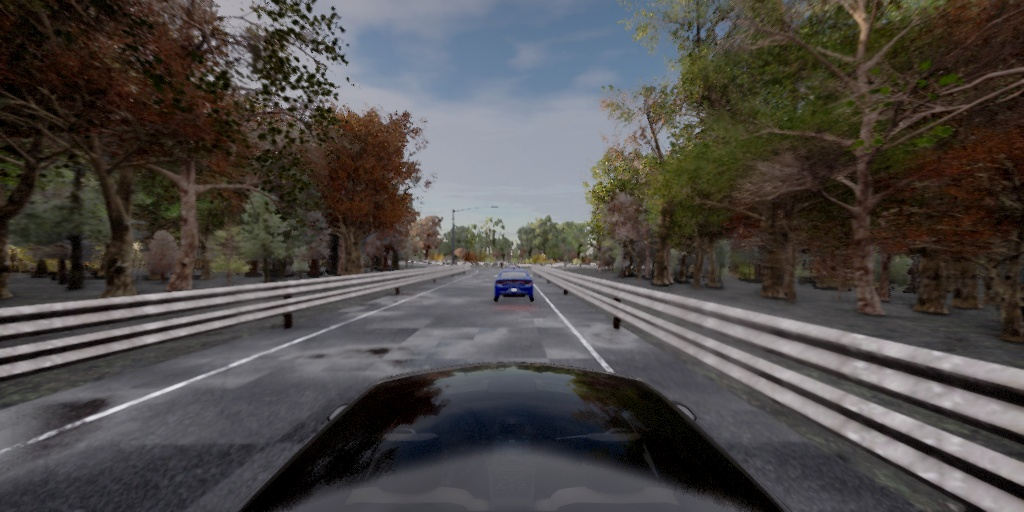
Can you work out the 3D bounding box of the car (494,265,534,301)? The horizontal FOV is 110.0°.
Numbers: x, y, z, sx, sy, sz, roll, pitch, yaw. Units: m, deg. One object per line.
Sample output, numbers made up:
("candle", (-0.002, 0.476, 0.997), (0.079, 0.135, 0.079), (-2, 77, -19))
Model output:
("car", (0.094, 1.425, 18.962), (1.882, 1.535, 5.008), (0, 0, 0))
